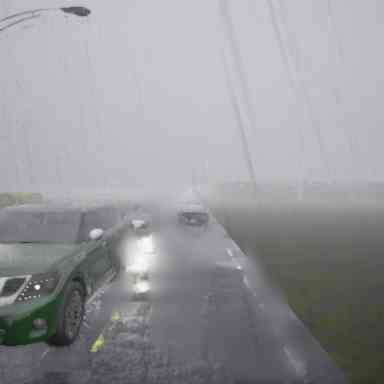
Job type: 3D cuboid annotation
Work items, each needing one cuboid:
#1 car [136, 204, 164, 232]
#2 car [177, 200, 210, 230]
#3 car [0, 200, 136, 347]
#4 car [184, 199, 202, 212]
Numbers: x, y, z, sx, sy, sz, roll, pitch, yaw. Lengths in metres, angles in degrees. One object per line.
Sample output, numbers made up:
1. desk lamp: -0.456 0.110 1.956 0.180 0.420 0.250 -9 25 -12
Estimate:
1. car: -2.774 1.458 19.680 2.128 1.511 4.902 0 0 1
2. car: 0.082 1.443 20.885 1.882 1.535 5.008 0 0 0
3. car: -2.778 1.214 6.685 2.150 2.045 5.566 0 0 1
4. car: 0.108 1.520 37.752 1.895 1.301 4.718 0 0 0
